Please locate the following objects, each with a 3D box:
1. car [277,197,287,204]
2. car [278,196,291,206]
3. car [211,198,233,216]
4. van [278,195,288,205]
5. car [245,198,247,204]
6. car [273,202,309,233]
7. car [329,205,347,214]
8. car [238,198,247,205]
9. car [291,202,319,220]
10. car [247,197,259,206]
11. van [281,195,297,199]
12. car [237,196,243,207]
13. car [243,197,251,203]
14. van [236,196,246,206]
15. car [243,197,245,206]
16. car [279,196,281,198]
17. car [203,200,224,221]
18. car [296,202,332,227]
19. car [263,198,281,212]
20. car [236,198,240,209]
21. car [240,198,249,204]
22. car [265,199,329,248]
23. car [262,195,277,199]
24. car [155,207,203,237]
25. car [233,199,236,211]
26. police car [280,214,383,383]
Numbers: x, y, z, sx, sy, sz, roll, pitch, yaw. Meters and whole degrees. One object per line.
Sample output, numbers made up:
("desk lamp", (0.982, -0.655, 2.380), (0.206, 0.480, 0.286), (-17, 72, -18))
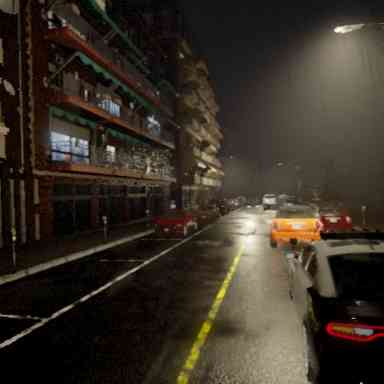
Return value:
("car", (19.452, 1.770, 72.157), (1.752, 1.417, 4.829), (-2, -1, 13))
("car", (16.988, 1.625, 61.209), (1.967, 1.590, 4.097), (-2, -1, 13))
("car", (2.752, 1.623, 36.086), (2.192, 1.841, 5.009), (-2, -1, 13))
("van", (18.196, 1.555, 66.603), (1.690, 1.788, 3.998), (-2, -1, 13))
("car", (8.819, 1.985, 63.043), (1.887, 1.381, 4.507), (-2, -1, 13))
("car", (6.113, 1.503, 21.013), (1.801, 1.575, 5.366), (-2, -1, 13))
("car", (7.294, 1.421, 18.072), (1.967, 1.590, 4.097), (-2, -1, 13))
("car", (11.244, 2.081, 73.827), (1.802, 1.307, 4.206), (-2, -1, 13))
("car", (9.722, 1.610, 28.855), (1.802, 1.307, 4.206), (-2, -1, 13))
("car", (11.754, 1.718, 63.841), (2.097, 1.767, 4.553), (-2, -1, 13))
("van", (13.349, 1.444, 45.034), (1.690, 1.788, 3.998), (-2, -1, 13))
("car", (6.392, 1.825, 52.260), (1.967, 1.590, 4.097), (-2, -1, 13))
("car", (14.879, 2.156, 90.003), (1.947, 1.339, 4.313), (-2, -1, 13))
("van", (10.024, 1.810, 68.439), (1.690, 1.788, 3.998), (-2, -1, 13))
("car", (7.608, 1.978, 57.651), (1.947, 1.339, 4.313), (-2, -1, 13))
("car", (14.605, 1.656, 50.589), (1.752, 1.417, 4.829), (-2, -1, 13))
("car", (1.510, 1.808, 30.526), (1.752, 1.417, 4.829), (-2, -1, 13))
("car", (8.546, 1.531, 23.629), (1.752, 1.417, 4.829), (-2, -1, 13))
("car", (9.919, 1.767, 41.842), (1.895, 1.301, 4.718), (-2, -1, 13))
("car", (5.184, 1.909, 46.868), (2.008, 1.369, 4.403), (-2, -1, 13))
("car", (12.455, 2.111, 79.218), (1.802, 1.307, 4.206), (-2, -1, 13))
("car", (4.633, 1.377, 15.012), (2.097, 1.767, 4.553), (-2, -1, 15))
("car", (12.545, 1.446, 53.704), (2.150, 2.045, 5.566), (-2, -1, 13))
("car", (-0.875, 1.781, 19.907), (1.887, 1.381, 4.507), (-2, -1, 13))
("car", (3.973, 1.883, 41.475), (2.008, 1.369, 4.403), (-2, -1, 13))
("police car", (2.600, 1.406, 5.319), (1.930, 1.638, 5.238), (-2, -1, 13))
